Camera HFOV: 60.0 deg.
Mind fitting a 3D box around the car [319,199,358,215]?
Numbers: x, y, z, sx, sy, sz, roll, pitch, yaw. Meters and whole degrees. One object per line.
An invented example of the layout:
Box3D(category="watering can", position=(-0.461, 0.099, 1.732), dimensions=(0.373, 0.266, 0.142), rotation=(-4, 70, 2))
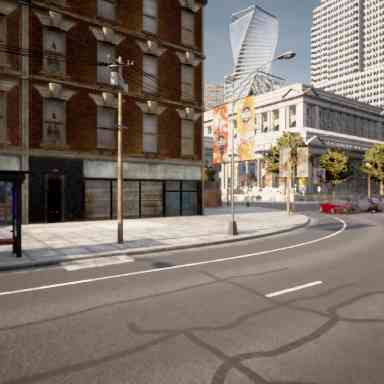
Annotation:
Box3D(category="car", position=(14.500, 1.477, 33.775), dimensions=(1.882, 1.535, 5.008), rotation=(0, 0, 1))

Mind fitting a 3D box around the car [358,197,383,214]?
Box3D(category="car", position=(18.105, 1.547, 35.841), dimensions=(2.033, 1.411, 5.357), rotation=(0, 0, -1))

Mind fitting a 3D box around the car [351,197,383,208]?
Box3D(category="car", position=(26.433, 1.520, 50.039), dimensions=(2.002, 1.452, 4.674), rotation=(0, 0, -16))
